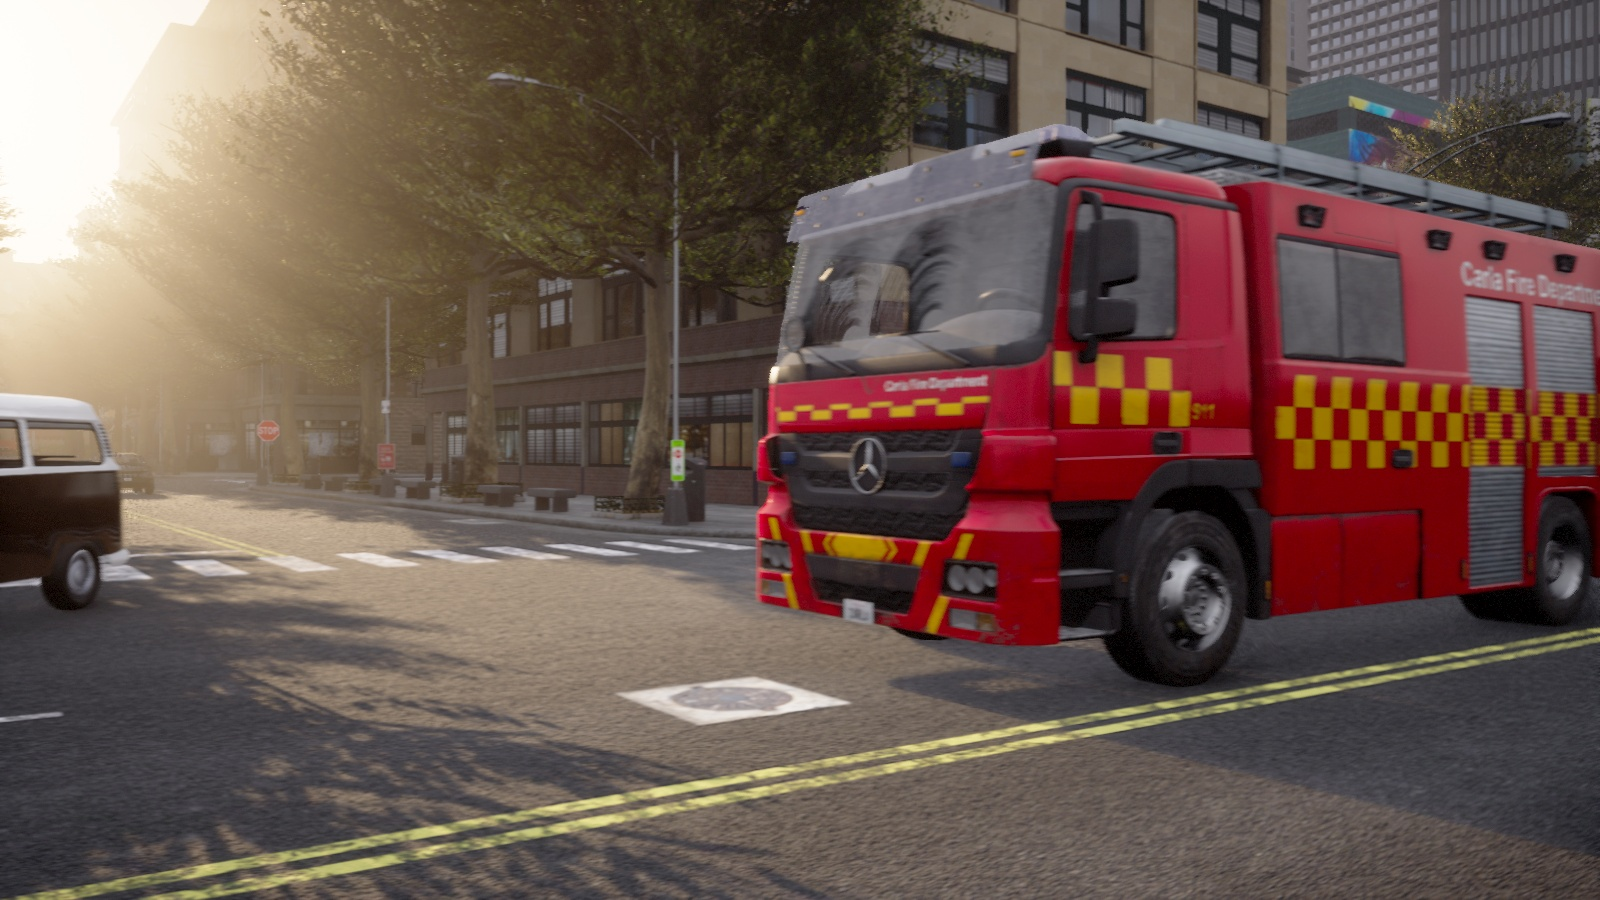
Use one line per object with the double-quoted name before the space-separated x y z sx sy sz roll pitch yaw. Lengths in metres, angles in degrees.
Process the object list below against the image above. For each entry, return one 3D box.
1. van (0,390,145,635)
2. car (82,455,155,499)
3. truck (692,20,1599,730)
"van" -7.685 0.510 10.427 2.069 2.038 4.480 1 0 1
"car" -24.262 0.919 44.628 1.816 1.474 4.193 0 0 -35
"truck" 3.517 -0.402 10.374 8.468 3.827 2.891 0 0 -35
